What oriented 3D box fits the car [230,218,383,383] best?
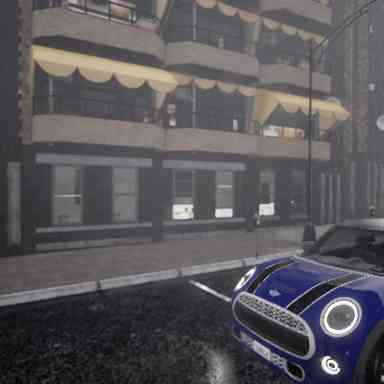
[{"bbox_3d":[2.800,1.225,4.947,4.553,1.767,2.097,-1,1,-28],"label":"car"}]
